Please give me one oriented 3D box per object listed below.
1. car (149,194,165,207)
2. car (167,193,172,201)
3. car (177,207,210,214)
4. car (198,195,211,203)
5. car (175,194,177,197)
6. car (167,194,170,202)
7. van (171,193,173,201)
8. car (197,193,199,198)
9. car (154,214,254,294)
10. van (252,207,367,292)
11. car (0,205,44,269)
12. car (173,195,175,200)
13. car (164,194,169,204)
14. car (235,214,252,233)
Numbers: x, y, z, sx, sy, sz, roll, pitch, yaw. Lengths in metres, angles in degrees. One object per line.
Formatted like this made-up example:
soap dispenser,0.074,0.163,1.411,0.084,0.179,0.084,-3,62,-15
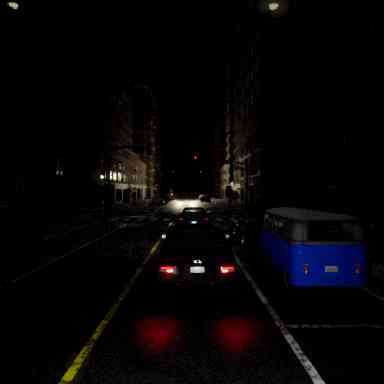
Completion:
car,-5.680,1.493,52.131,1.752,1.417,4.829,0,0,0
car,-5.683,1.508,68.653,1.887,1.381,4.507,0,0,0
car,0.097,1.557,19.243,1.994,1.385,4.181,0,0,0
car,2.841,1.404,68.690,1.967,1.590,4.097,0,0,0
car,-5.687,1.282,85.005,2.192,1.841,5.009,0,0,0
car,-5.682,1.509,63.202,1.887,1.381,4.507,0,0,0
van,-5.685,1.305,74.104,1.690,1.788,3.998,0,0,0
car,2.840,1.516,79.588,2.008,1.369,4.403,0,0,0
car,0.099,1.546,8.923,2.033,1.411,5.357,0,0,0
van,2.853,1.339,8.653,1.690,1.788,3.998,0,0,0
car,-5.671,1.313,8.612,2.192,1.841,5.009,0,0,0
car,-5.685,1.516,79.554,2.008,1.369,4.403,0,0,0
car,-5.681,1.516,57.751,2.008,1.369,4.403,0,0,0
car,2.853,1.562,14.314,1.947,1.339,4.313,0,0,0
